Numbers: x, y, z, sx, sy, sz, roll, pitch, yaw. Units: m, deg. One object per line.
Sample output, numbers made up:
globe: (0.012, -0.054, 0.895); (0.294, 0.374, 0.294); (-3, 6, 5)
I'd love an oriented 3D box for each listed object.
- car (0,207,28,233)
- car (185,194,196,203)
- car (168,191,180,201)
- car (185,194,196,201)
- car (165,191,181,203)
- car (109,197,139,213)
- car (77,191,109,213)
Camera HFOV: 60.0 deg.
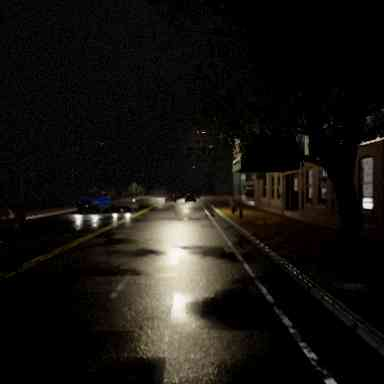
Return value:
car: (-9.882, 1.433, 15.888); (2.033, 1.411, 5.357); (0, 0, 0)
car: (-0.247, 1.127, 56.741); (1.994, 1.385, 4.181); (0, 0, 0)
car: (-3.541, 0.735, 66.756); (2.150, 2.045, 5.566); (0, 0, 0)
car: (-0.291, 1.048, 66.743); (2.033, 1.411, 5.357); (0, 0, 0)
car: (-3.495, 1.060, 56.309); (2.128, 1.511, 4.902); (0, 0, 0)
car: (-6.646, 1.291, 34.155); (2.033, 1.411, 5.357); (0, 0, 0)
car: (-9.896, 0.957, 34.069); (2.150, 2.045, 5.566); (0, 0, 0)
